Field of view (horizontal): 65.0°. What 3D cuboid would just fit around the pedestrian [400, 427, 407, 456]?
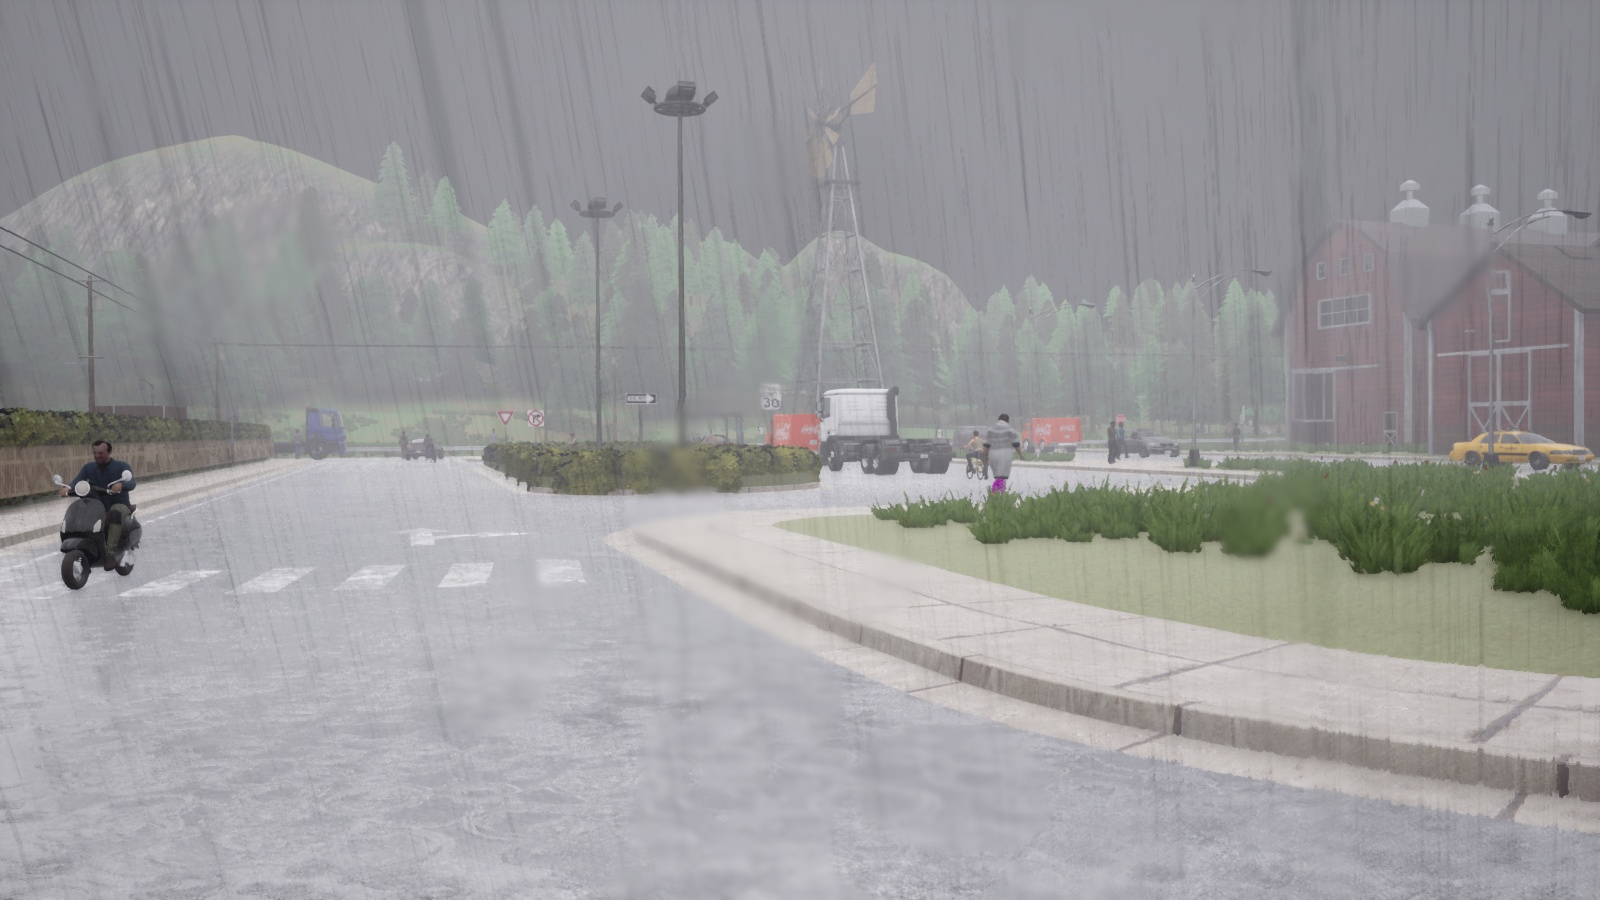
[{"bbox_3d":[-26.116,-0.545,82.777,0.396,1.930,0.692,0,1,-15],"label":"pedestrian"}]

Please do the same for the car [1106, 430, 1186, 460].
[{"bbox_3d":[19.661,-0.322,71.556,2.242,1.667,4.611,0,1,-18],"label":"car"}]

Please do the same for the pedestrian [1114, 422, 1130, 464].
[{"bbox_3d":[15.115,-0.326,58.916,0.396,1.930,0.692,0,1,-22],"label":"pedestrian"}]

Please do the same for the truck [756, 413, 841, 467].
[{"bbox_3d":[-0.139,-0.489,60.137,2.627,2.467,5.204,0,1,-18],"label":"truck"}]

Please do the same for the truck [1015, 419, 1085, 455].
[{"bbox_3d":[17.667,-0.913,88.984,2.627,2.467,5.204,0,1,-18],"label":"truck"}]

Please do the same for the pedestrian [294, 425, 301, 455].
[{"bbox_3d":[-31.102,-0.614,77.755,0.354,1.836,0.706,0,1,-25],"label":"pedestrian"}]

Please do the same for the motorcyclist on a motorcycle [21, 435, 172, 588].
[{"bbox_3d":[-7.802,0.628,14.027,0.866,1.590,1.817,0,1,-8],"label":"motorcyclist on a motorcycle"}]

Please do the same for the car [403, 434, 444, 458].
[{"bbox_3d":[-23.941,-0.276,80.076,1.812,1.442,4.674,0,1,-8],"label":"car"}]

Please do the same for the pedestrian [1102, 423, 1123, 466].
[{"bbox_3d":[13.137,-0.227,52.831,0.328,1.805,0.869,-1,1,-33],"label":"pedestrian"}]

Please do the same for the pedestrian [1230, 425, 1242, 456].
[{"bbox_3d":[26.874,-0.595,77.376,0.402,1.930,0.666,0,1,-13],"label":"pedestrian"}]

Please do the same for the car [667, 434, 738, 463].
[{"bbox_3d":[-5.283,-0.105,67.964,3.633,1.501,1.845,1,1,41],"label":"car"}]

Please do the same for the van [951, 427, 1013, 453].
[{"bbox_3d":[14.191,-0.802,97.798,4.442,1.987,1.775,0,1,-17],"label":"van"}]

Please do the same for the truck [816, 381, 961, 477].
[{"bbox_3d":[3.290,-0.825,49.404,2.891,3.462,7.936,0,1,-18],"label":"truck"}]

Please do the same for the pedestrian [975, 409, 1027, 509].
[{"bbox_3d":[4.016,0.171,25.082,0.659,1.952,0.873,1,1,43],"label":"pedestrian"}]

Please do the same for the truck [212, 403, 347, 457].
[{"bbox_3d":[-34.247,-1.329,82.964,7.936,3.462,2.891,0,1,-17],"label":"truck"}]

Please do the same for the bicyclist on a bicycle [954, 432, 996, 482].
[{"bbox_3d":[5.720,0.216,41.083,0.866,1.612,1.509,0,1,-13],"label":"bicyclist on a bicycle"}]

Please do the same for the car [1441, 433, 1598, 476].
[{"bbox_3d":[27.341,0.123,47.960,1.801,1.575,5.366,0,1,-18],"label":"car"}]
